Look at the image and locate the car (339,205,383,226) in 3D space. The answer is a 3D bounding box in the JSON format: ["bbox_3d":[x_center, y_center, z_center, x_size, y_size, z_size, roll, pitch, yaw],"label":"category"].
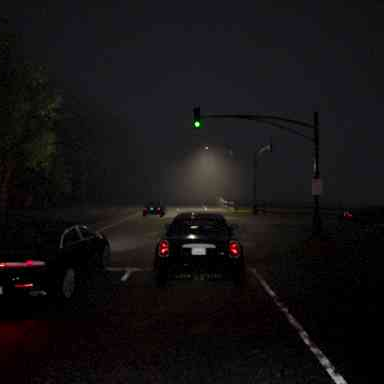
[{"bbox_3d":[13.154,1.637,23.058,5.357,1.411,2.033,1,-1,2],"label":"car"}]

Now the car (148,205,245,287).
[{"bbox_3d":[0.251,1.332,9.475,2.097,1.767,4.553,0,0,3],"label":"car"}]

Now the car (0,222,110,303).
[{"bbox_3d":[-3.398,1.475,8.154,2.128,1.511,4.902,0,0,0],"label":"car"}]

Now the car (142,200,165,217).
[{"bbox_3d":[-3.391,1.481,30.631,2.033,1.411,5.357,0,0,0],"label":"car"}]

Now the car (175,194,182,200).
[{"bbox_3d":[-3.475,1.296,86.714,1.837,1.490,4.892,0,0,0],"label":"car"}]
